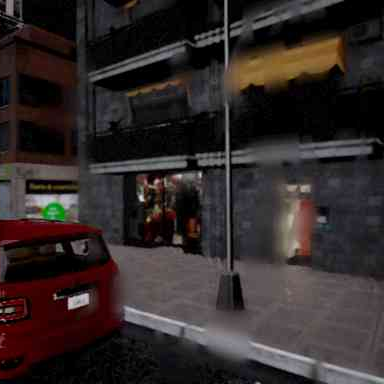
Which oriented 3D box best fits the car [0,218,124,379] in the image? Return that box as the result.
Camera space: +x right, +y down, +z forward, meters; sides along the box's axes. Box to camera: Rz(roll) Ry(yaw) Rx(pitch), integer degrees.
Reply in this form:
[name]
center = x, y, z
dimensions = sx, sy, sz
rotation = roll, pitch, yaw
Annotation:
[car]
center = -3.242, 1.345, 5.198
dimensions = 5.009, 1.841, 2.192
rotation = 0, -1, 36
